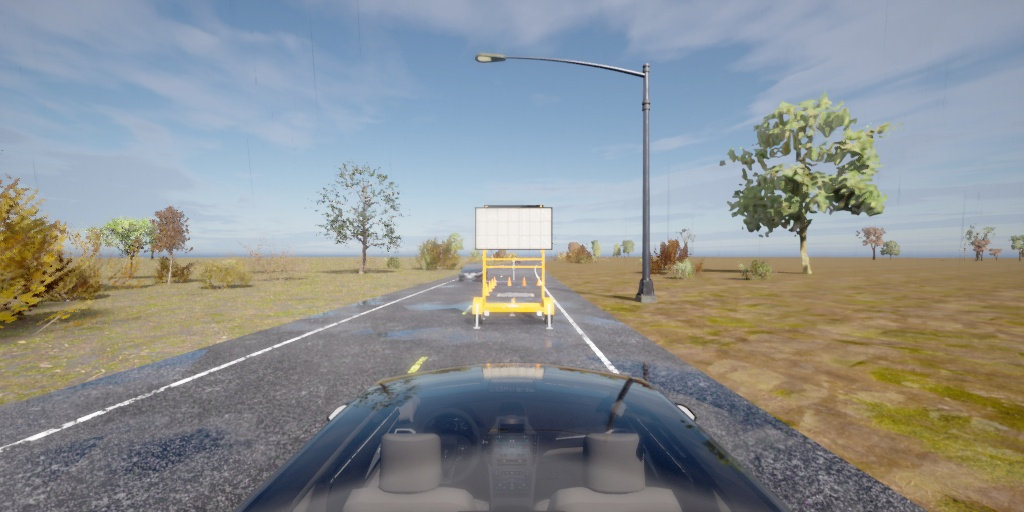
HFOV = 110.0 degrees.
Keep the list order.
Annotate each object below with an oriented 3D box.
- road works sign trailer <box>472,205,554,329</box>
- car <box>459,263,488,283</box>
[{"bbox_3d":[0.057,0.213,11.239,2.380,3.560,2.880,0,0,1],"label":"road works sign trailer"},{"bbox_3d":[-2.995,1.272,28.415,1.812,1.442,4.674,0,0,2],"label":"car"}]
